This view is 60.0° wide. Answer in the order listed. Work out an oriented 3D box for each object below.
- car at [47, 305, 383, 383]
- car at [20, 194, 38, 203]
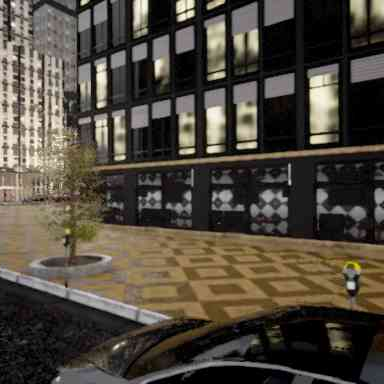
[{"bbox_3d":[0.767,1.562,2.338,4.313,1.339,1.947,0,0,35],"label":"car"},{"bbox_3d":[-24.134,1.037,51.123,1.947,1.339,4.313,0,0,36],"label":"car"}]
